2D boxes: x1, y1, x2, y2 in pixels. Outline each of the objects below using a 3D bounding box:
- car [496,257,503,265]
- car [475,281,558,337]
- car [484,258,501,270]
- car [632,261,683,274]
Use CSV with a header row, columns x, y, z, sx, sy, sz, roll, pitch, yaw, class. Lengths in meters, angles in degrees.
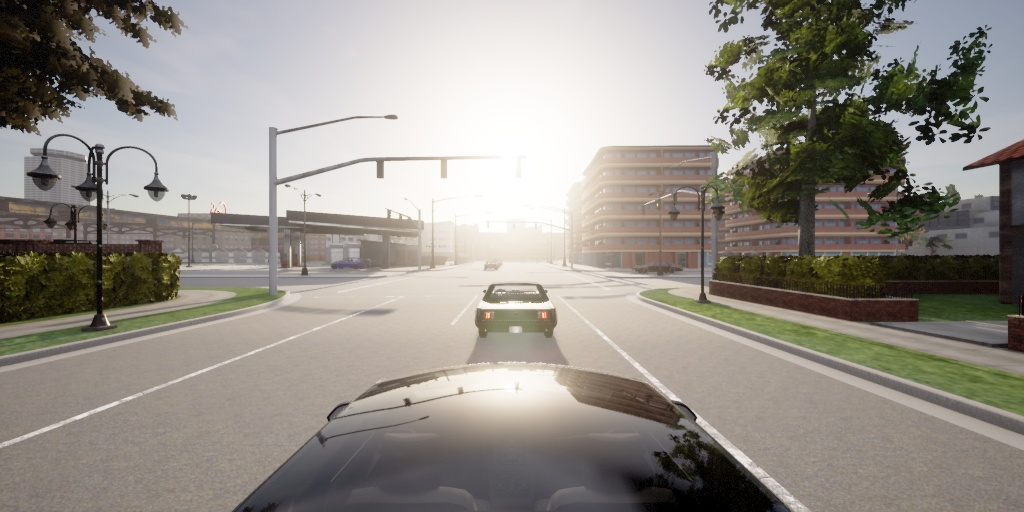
x,y,z,sx,sy,sz,roll,pitch,yaw,class
-3.146,1.314,62.473,1.994,1.385,4.181,0,0,0,car
0.098,1.351,10.227,1.895,1.301,4.718,0,0,0,car
-3.054,1.351,52.558,1.895,1.301,4.718,0,0,-1,car
16.639,1.297,41.043,5.357,1.411,2.033,0,0,1,car
